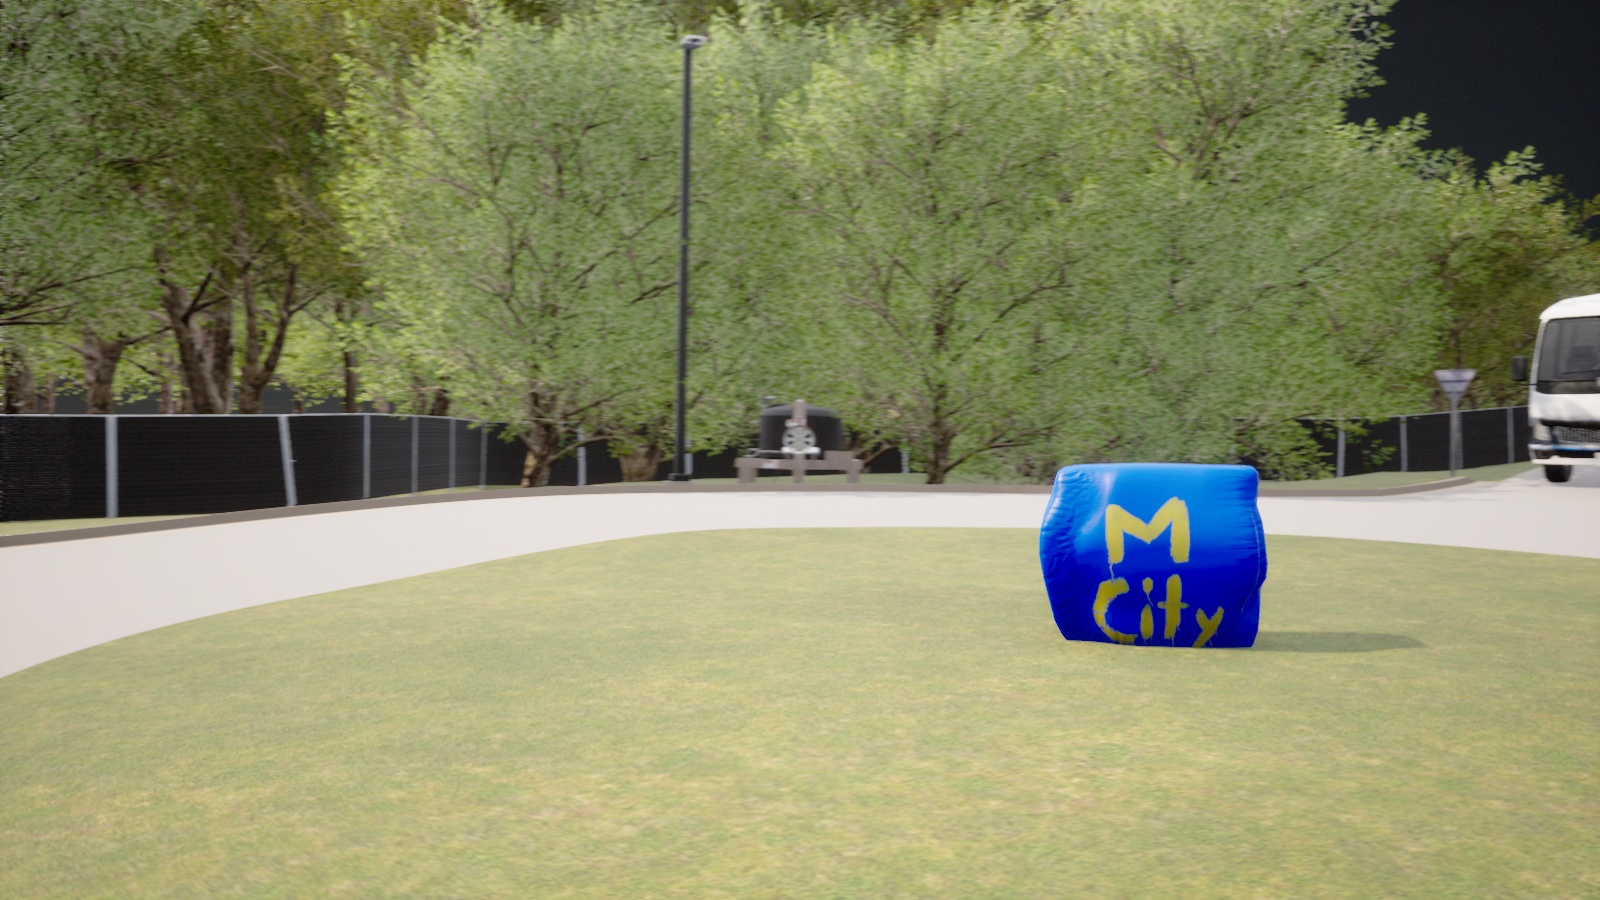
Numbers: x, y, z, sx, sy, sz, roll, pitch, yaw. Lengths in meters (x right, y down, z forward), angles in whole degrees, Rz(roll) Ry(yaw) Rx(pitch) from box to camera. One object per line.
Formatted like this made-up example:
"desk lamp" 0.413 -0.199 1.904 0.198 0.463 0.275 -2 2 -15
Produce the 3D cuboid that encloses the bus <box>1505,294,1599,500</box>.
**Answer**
"bus" 20.243 -1.441 29.487 3.944 4.253 10.273 1 5 44
